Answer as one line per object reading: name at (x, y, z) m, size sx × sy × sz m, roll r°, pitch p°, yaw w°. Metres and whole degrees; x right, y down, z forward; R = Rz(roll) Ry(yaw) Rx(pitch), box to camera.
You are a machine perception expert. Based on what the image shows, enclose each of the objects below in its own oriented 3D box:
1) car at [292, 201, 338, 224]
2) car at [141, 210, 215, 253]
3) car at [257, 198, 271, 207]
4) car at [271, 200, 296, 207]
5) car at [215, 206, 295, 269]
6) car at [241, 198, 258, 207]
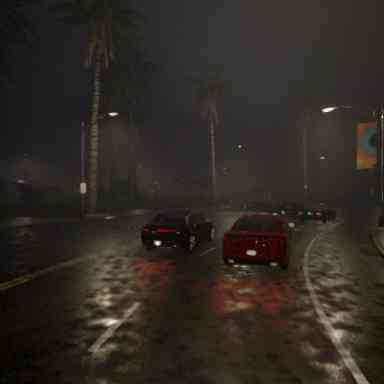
car at (9.729, 1.584, 25.569) m, size 2.033 × 1.411 × 5.357 m, roll 0°, pitch 0°, yaw 35°
car at (-0.391, 1.496, 13.806) m, size 1.837 × 1.490 × 4.892 m, roll 0°, pitch 0°, yaw 19°
car at (9.399, 1.592, 36.528) m, size 1.994 × 1.385 × 4.181 m, roll 0°, pitch 0°, yaw 42°
car at (9.396, 1.536, 30.845) m, size 1.837 × 1.490 × 4.892 m, roll 0°, pitch 0°, yaw 38°
car at (2.391, 1.483, 11.350) m, size 1.882 × 1.535 × 5.008 m, roll 0°, pitch 0°, yaw 18°
car at (7.723, 1.508, 39.849) m, size 2.128 × 1.511 × 4.902 m, roll 0°, pitch 0°, yaw 43°
